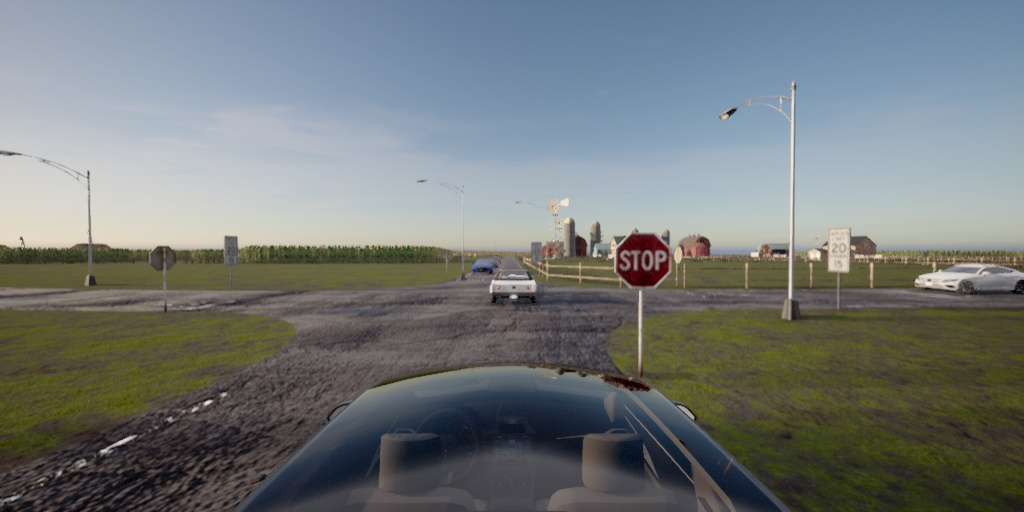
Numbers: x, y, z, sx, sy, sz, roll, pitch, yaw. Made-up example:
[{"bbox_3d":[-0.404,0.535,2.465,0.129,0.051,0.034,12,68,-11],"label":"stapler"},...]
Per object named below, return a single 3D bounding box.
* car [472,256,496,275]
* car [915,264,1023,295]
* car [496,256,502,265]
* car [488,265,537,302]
[{"bbox_3d":[-2.907,1.041,36.284,1.882,1.535,5.008,0,0,0],"label":"car"},{"bbox_3d":[23.587,1.151,18.353,4.674,1.442,1.812,0,1,-2],"label":"car"},{"bbox_3d":[-2.922,0.978,50.603,2.128,1.511,4.902,0,1,0],"label":"car"},{"bbox_3d":[0.068,1.267,16.444,1.895,1.301,4.718,0,1,0],"label":"car"}]
